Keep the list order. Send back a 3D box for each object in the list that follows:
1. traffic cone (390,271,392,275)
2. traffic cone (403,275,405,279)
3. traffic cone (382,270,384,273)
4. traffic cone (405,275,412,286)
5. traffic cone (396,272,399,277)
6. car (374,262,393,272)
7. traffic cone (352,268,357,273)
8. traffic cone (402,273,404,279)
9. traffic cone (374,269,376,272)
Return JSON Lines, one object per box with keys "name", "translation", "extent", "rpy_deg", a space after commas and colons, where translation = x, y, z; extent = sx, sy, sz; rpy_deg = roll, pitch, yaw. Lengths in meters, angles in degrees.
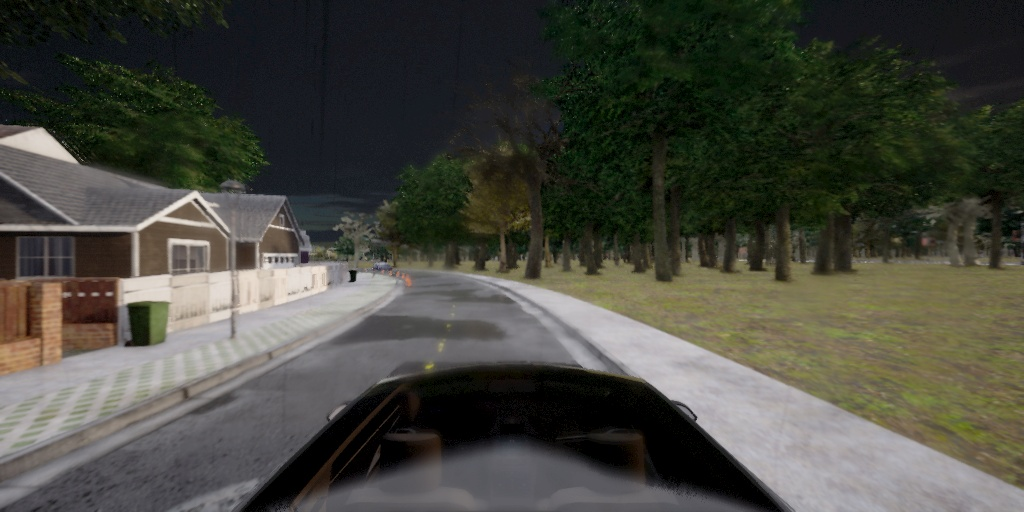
{"name": "traffic cone", "translation": [-14.701, 1.988, 43.536], "extent": [0.340, 0.580, 0.340], "rpy_deg": [0, 0, -29]}
{"name": "traffic cone", "translation": [-8.778, 1.872, 30.217], "extent": [0.340, 0.580, 0.340], "rpy_deg": [0, 0, -19]}
{"name": "traffic cone", "translation": [-17.152, 2.029, 47.737], "extent": [0.340, 0.580, 0.340], "rpy_deg": [0, 0, -32]}
{"name": "traffic cone", "translation": [-7.298, 1.839, 25.584], "extent": [0.340, 0.580, 0.340], "rpy_deg": [0, 0, -16]}
{"name": "traffic cone", "translation": [-12.484, 1.948, 39.207], "extent": [0.340, 0.580, 0.340], "rpy_deg": [0, 0, -26]}
{"name": "car", "translation": [-19.884, 1.661, 55.065], "extent": [1.812, 1.442, 4.674], "rpy_deg": [0, 0, -37]}
{"name": "traffic cone", "translation": [-25.830, 2.167, 59.449], "extent": [0.340, 0.580, 0.340], "rpy_deg": [0, 0, -41]}
{"name": "traffic cone", "translation": [-10.508, 1.909, 34.763], "extent": [0.340, 0.580, 0.340], "rpy_deg": [0, 0, -22]}
{"name": "traffic cone", "translation": [-19.829, 2.073, 51.797], "extent": [0.340, 0.580, 0.340], "rpy_deg": [0, 0, -35]}
